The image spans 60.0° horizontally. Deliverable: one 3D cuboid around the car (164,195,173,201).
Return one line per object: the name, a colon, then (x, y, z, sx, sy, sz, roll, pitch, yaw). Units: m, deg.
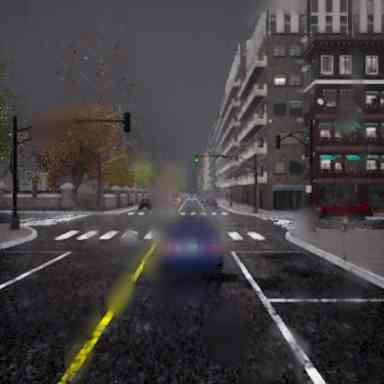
car: (-5.701, 1.426, 81.775, 1.967, 1.590, 4.097, 0, 0, 0)

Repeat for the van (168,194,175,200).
van: (-5.704, 1.339, 93.036, 1.690, 1.788, 3.998, 0, 0, 0)

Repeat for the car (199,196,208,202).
car: (2.680, 1.526, 76.147, 1.887, 1.381, 4.507, 0, 0, 0)

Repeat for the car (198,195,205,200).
car: (2.676, 1.542, 93.037, 1.887, 1.381, 4.507, 0, 0, 0)

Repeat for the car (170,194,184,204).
car: (-3.058, 1.325, 60.548, 2.097, 1.767, 4.553, 0, 0, 1)

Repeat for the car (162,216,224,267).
car: (-0.021, 1.535, 11.373, 2.033, 1.411, 5.357, 0, 0, -1)

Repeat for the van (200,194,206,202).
van: (2.685, 1.311, 53.626, 1.690, 1.788, 3.998, 0, 0, 0)

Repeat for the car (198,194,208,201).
car: (2.679, 1.301, 81.777, 2.192, 1.841, 5.009, 0, 0, 0)

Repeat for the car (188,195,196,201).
car: (-0.013, 1.458, 81.530, 1.895, 1.301, 4.718, 0, 0, 0)

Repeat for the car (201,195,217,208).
car: (2.685, 1.515, 47.995, 1.887, 1.381, 4.507, 0, 0, 0)

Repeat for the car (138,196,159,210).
car: (-5.694, 1.537, 42.364, 1.947, 1.339, 4.313, 0, 0, 0)

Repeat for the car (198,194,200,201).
car: (2.682, 1.414, 64.887, 1.967, 1.590, 4.097, 0, 0, 0)

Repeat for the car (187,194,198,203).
car: (-0.012, 1.571, 71.493, 1.895, 1.301, 4.718, 0, 0, 0)

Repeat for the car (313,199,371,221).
car: (13.461, 1.571, 30.045, 5.009, 1.841, 2.192, 1, -1, -1)

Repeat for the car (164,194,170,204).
car: (-5.697, 1.288, 59.255, 2.192, 1.841, 5.009, 0, 0, 0)

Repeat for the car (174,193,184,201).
car: (-3.013, 1.048, 76.122, 2.097, 1.767, 4.553, 0, 0, 0)

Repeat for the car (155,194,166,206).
car: (-5.696, 1.496, 53.455, 1.752, 1.417, 4.829, 0, 0, 0)

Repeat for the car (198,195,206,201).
car: (2.677, 1.541, 87.407, 2.008, 1.369, 4.403, 0, 0, 0)

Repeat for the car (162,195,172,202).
car: (-5.701, 1.422, 76.146, 1.967, 1.590, 4.097, 0, 0, 0)
